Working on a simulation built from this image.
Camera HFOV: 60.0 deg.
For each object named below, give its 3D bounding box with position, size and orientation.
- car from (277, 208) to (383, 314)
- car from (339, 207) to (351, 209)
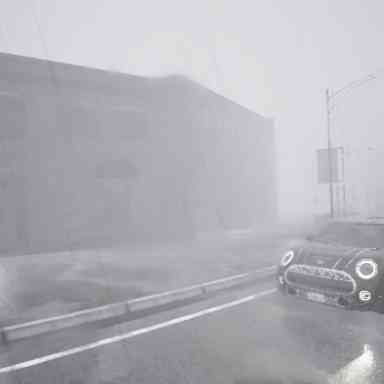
[{"bbox_3d":[3.938,1.426,7.918,4.553,1.767,2.097,1,-1,-45],"label":"car"},{"bbox_3d":[21.582,2.861,46.330,1.882,1.535,5.008,-3,-3,4],"label":"car"}]
